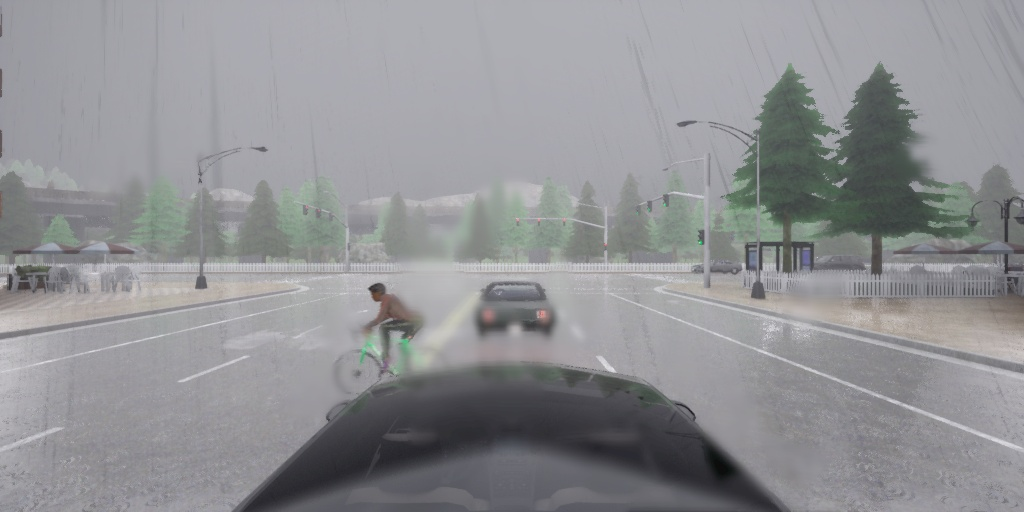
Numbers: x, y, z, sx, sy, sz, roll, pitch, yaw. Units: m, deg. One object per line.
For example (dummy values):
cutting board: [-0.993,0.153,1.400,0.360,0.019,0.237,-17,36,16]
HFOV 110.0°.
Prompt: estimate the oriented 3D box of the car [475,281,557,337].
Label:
car: [0.074,1.351,10.240,1.895,1.301,4.718,0,0,0]

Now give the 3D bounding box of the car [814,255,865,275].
car: [33.497,0.915,37.565,5.566,2.045,2.150,0,0,2]

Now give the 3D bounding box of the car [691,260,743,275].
car: [21.492,1.186,37.672,4.902,1.511,2.128,0,0,0]

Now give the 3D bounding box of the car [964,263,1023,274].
car: [48.098,1.295,35.300,4.718,1.301,1.895,0,0,19]

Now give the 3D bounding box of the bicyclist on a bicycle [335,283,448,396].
bicyclist on a bicycle: [-1.738,1.205,5.135,1.656,1.620,0.582,-2,0,0]
